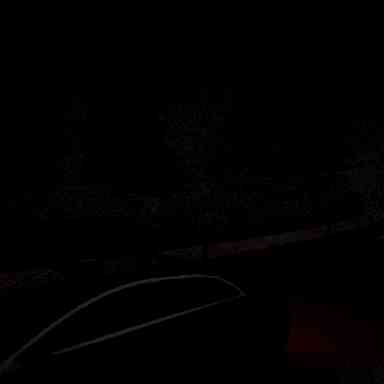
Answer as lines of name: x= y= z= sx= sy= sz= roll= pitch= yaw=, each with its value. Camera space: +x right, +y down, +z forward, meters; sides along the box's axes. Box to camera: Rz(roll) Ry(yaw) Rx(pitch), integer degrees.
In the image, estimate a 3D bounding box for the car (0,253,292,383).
car: x=-1.001 y=1.503 z=3.477 sx=4.902 sy=1.511 sz=2.128 roll=0 pitch=0 yaw=-37
